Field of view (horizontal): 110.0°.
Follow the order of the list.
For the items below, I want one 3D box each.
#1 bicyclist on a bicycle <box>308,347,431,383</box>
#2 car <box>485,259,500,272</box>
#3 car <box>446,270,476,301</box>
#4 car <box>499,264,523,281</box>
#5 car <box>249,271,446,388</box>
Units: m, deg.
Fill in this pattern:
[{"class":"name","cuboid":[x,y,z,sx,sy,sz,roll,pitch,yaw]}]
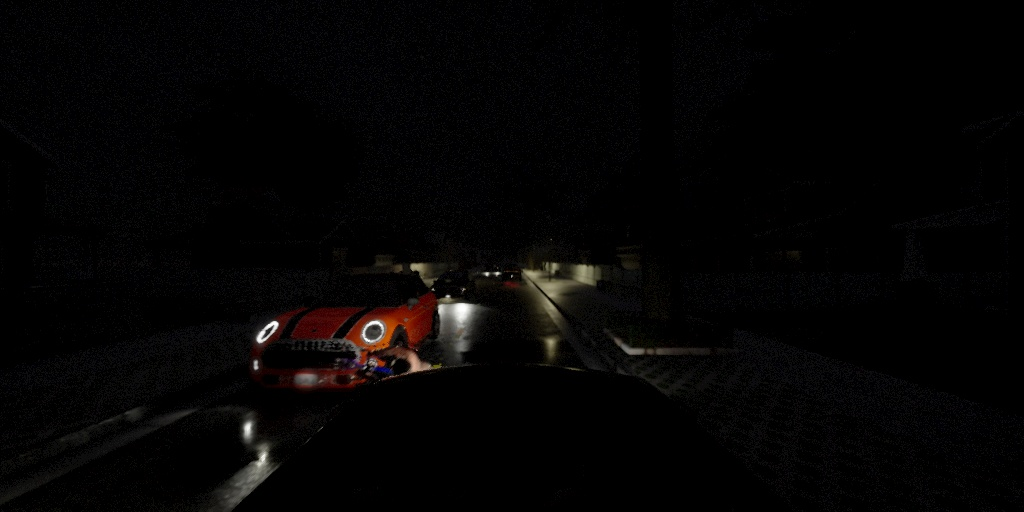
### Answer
[{"class":"bicyclist on a bicycle","cuboid":[-1.632,1.475,4.640,1.656,0.582,1.620,27,-31,-36]},{"class":"car","cuboid":[-3.036,1.480,56.186,2.150,2.045,5.566,0,-1,0]},{"class":"car","cuboid":[-2.908,1.456,18.801,2.033,1.411,5.357,0,-1,-1]},{"class":"car","cuboid":[-0.020,1.559,34.560,1.837,1.490,4.892,0,-1,-1]},{"class":"car","cuboid":[-2.866,1.154,7.231,2.097,1.767,4.553,0,-1,0]}]
